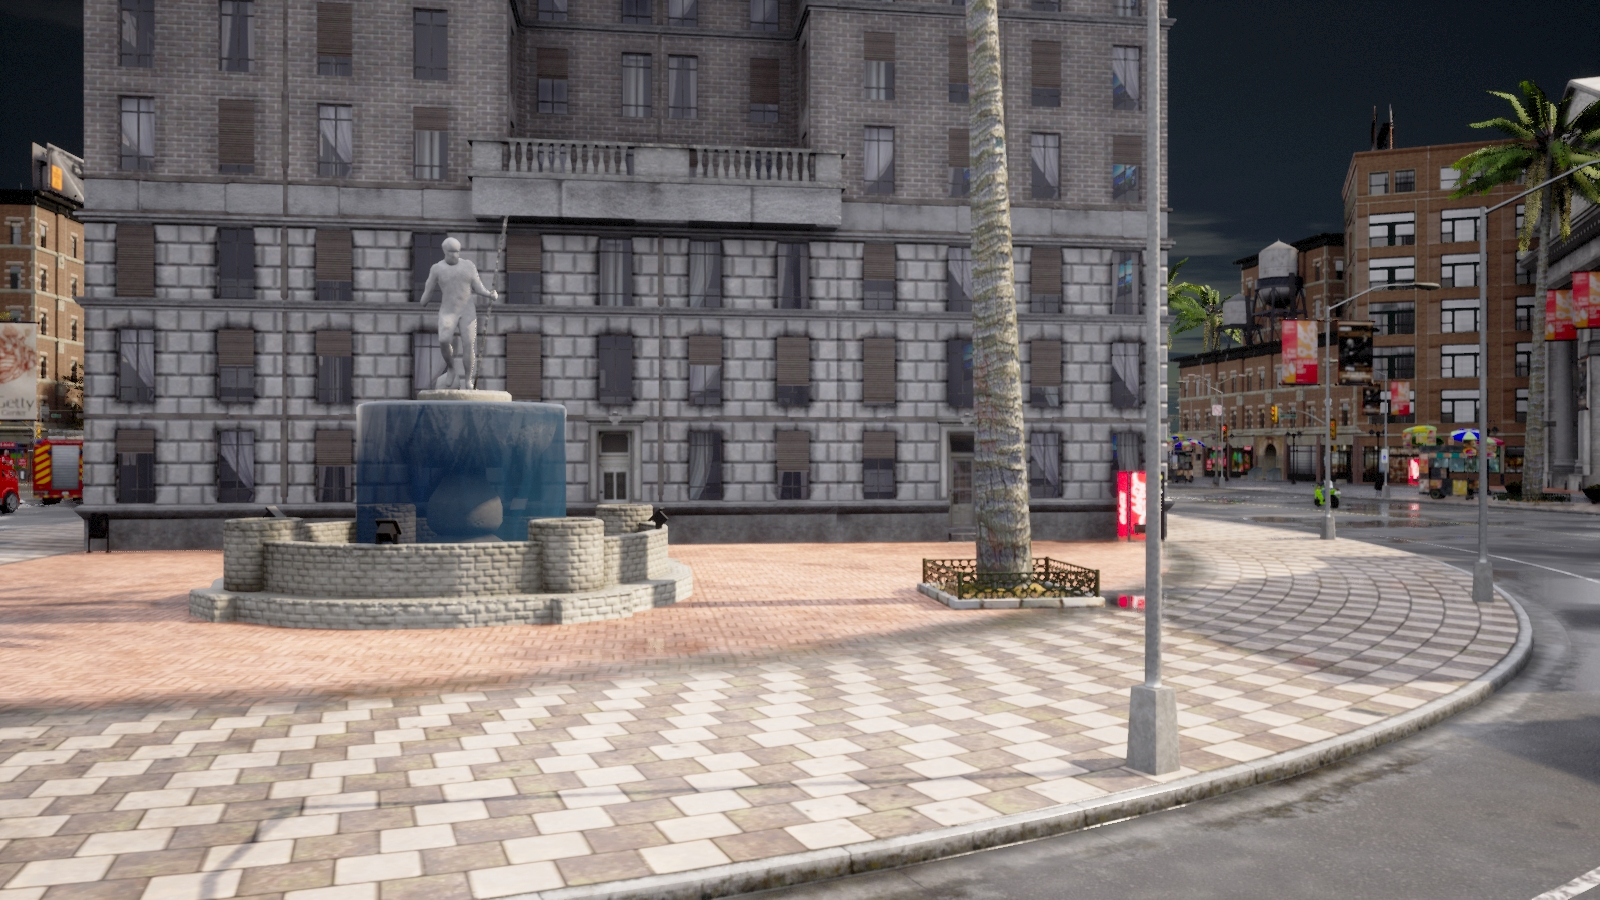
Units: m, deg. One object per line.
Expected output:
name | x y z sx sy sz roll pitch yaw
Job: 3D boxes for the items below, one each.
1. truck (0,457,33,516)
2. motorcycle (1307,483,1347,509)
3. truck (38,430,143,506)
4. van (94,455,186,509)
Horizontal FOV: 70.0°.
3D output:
truck | -35.416 1.569 48.570 2.627 2.467 5.204 0 0 -8
motorcycle | 25.547 2.217 55.422 0.803 1.145 2.033 0 0 -7
truck | -38.325 0.887 62.028 2.891 3.827 8.468 0 0 -18
van | -33.142 1.531 57.581 1.988 2.561 5.915 0 0 -8
